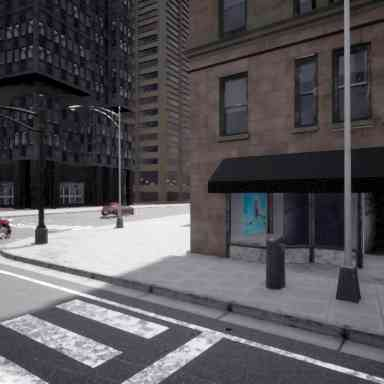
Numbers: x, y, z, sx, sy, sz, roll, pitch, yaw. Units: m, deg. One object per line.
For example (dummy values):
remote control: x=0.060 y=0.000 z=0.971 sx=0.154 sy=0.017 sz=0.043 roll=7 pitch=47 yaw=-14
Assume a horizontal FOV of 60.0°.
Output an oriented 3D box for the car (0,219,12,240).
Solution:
car: x=-10.388 y=1.517 z=14.720 sx=1.882 sy=1.535 sz=5.008 roll=0 pitch=-1 yaw=16

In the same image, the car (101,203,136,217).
car: x=-7.559 y=1.811 z=34.334 sx=1.812 sy=1.442 sz=4.674 roll=0 pitch=-1 yaw=19
